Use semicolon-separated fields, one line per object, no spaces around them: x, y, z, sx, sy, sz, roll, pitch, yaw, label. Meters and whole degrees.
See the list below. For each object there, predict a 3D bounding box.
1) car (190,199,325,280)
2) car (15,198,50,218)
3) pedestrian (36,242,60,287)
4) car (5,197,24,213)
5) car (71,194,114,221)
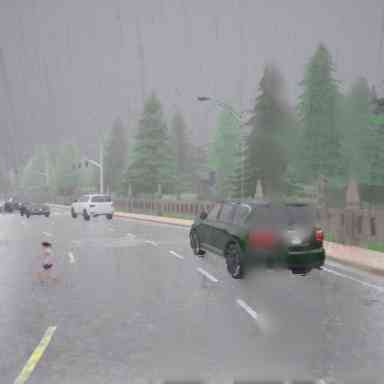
1.639;1.221;10.265;2.150;2.045;5.566;0;0;-17;car
-14.322;1.547;30.192;2.033;1.411;5.357;0;0;-36;car
-3.387;1.674;7.852;0.500;1.100;0.500;0;0;-16;pedestrian
-19.955;1.352;37.965;2.097;1.767;4.553;0;0;-36;car
-8.374;1.221;27.773;2.150;2.045;5.566;0;0;-35;car
